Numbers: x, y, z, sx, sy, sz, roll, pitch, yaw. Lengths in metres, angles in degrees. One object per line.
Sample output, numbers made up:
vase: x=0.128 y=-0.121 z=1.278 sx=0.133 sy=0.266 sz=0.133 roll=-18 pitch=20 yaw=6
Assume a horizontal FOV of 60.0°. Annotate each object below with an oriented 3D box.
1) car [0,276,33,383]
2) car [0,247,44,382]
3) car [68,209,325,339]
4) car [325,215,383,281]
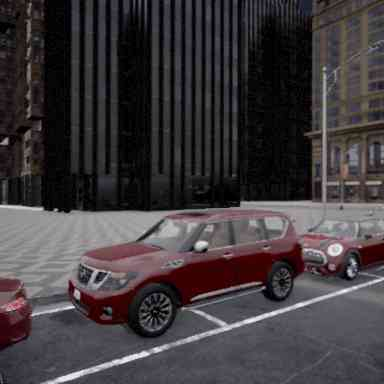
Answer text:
car: x=-3.118 y=1.348 z=1.154 sx=4.553 sy=1.767 sz=2.097 roll=0 pitch=0 yaw=-35
car: x=-4.111 y=1.580 z=3.715 sx=4.206 sy=1.307 sz=1.802 roll=0 pitch=0 yaw=-35
car: x=0.205 y=1.322 z=6.793 sx=5.009 sy=1.841 sz=2.192 roll=0 pitch=0 yaw=-35
car: x=4.522 y=1.452 z=9.871 sx=4.097 sy=1.590 sz=1.967 roll=0 pitch=0 yaw=-35
